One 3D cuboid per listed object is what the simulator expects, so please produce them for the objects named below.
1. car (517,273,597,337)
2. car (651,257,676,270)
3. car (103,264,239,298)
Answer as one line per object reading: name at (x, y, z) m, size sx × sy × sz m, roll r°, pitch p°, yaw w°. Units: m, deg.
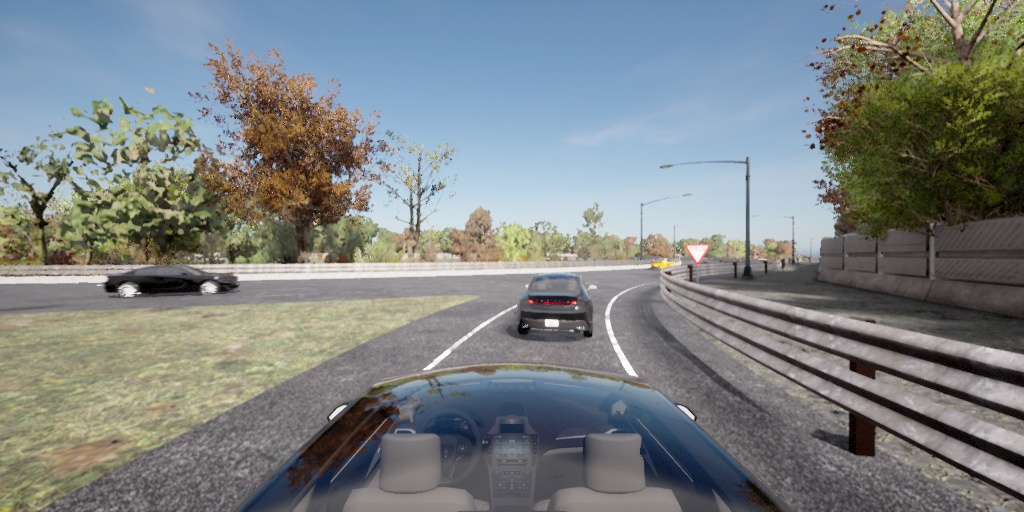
car at (1.351, 1.234, 10.309) m, size 1.837 × 1.490 × 4.892 m, roll 0°, pitch 0°, yaw 11°
car at (20.716, 1.095, 49.012) m, size 1.882 × 1.535 × 5.008 m, roll 0°, pitch 0°, yaw 44°
car at (-16.777, 1.177, 17.947) m, size 5.008 × 1.535 × 1.882 m, roll 0°, pitch 0°, yaw -21°
